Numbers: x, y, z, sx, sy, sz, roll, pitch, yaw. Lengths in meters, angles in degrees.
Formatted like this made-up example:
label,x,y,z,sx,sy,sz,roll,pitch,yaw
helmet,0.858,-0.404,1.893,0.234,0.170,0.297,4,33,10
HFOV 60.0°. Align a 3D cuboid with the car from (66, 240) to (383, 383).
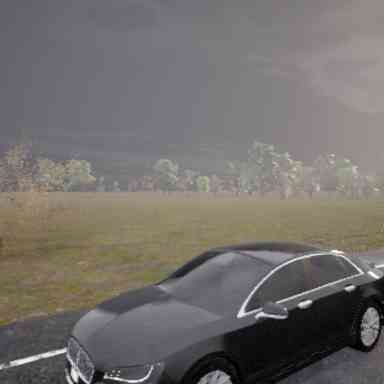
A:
label,x,y,z,sx,sy,sz,roll,pitch,yaw
car,0.854,1.505,4.601,4.892,1.490,1.837,0,0,-35
